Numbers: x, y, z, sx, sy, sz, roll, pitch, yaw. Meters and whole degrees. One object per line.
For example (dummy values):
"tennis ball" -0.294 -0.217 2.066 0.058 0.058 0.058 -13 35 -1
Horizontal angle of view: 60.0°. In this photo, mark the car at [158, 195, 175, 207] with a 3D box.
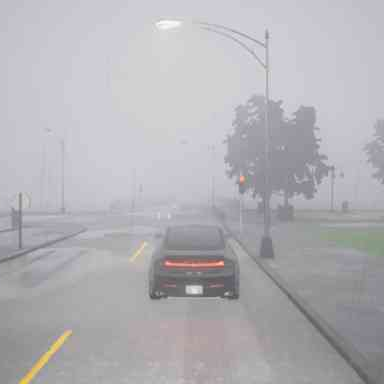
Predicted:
"car" -4.109 1.480 50.805 1.837 1.490 4.892 0 0 0

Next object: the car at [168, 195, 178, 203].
"car" -4.020 1.466 70.413 1.837 1.490 4.892 0 0 0

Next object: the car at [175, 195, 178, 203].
"car" -4.087 1.572 60.199 1.895 1.301 4.718 0 0 0

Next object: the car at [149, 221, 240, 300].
"car" 0.058 1.501 8.372 1.837 1.490 4.892 0 0 0
